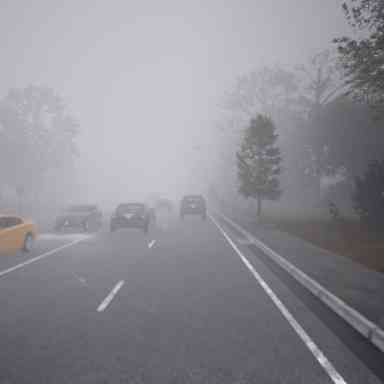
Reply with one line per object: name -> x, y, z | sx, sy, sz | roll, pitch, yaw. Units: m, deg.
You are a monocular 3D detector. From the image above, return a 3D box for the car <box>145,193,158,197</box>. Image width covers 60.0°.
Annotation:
car -> -7.049, 1.230, 58.841 | 2.150, 2.045, 5.566 | 0, 0, 1

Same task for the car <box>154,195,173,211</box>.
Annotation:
car -> -3.412, 1.510, 40.926 | 1.837, 1.490, 4.892 | 0, 0, 0

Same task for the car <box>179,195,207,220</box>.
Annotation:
car -> 0.090, 1.229, 28.585 | 2.150, 2.045, 5.566 | 0, 0, 0

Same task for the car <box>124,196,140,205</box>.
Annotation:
car -> -10.548, 1.533, 58.832 | 1.812, 1.442, 4.674 | 0, 0, 1

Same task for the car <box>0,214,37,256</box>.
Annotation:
car -> -7.003, 1.480, 11.024 | 1.882, 1.535, 5.008 | 0, 0, 0

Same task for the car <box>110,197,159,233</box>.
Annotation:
car -> -3.407, 1.355, 19.968 | 2.097, 1.767, 4.553 | 0, 0, 0

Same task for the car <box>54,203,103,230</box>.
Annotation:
car -> -7.006, 1.508, 20.982 | 1.837, 1.490, 4.892 | 0, 0, 0

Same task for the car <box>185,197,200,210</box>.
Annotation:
car -> 0.086, 1.484, 45.061 | 1.882, 1.535, 5.008 | 0, 0, 0
